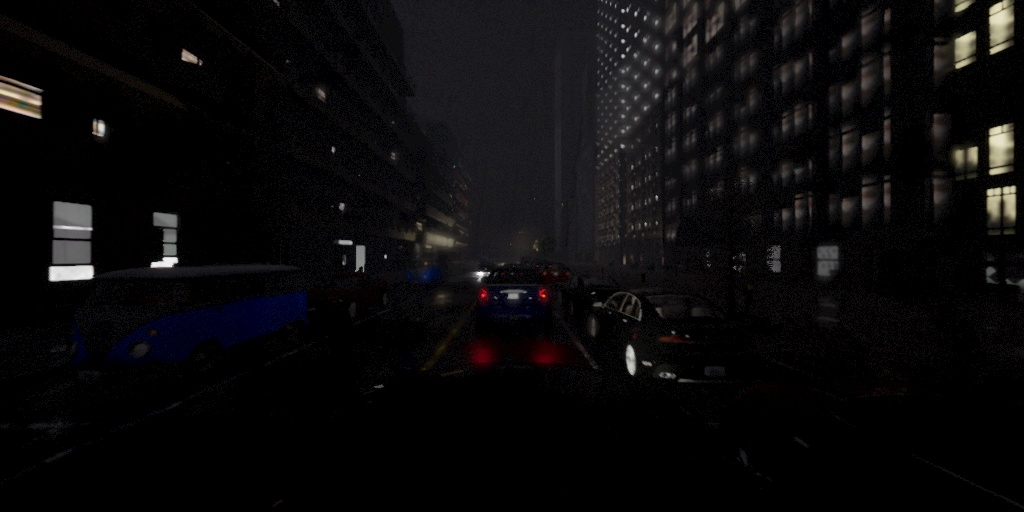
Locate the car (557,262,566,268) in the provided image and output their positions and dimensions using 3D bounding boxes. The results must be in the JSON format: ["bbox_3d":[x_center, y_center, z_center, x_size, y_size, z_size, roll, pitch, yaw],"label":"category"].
[{"bbox_3d":[2.666,1.121,23.503,1.967,1.591,4.097,0,0,0],"label":"car"}]

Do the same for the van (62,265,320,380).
[{"bbox_3d":[-5.695,1.075,6.927,1.690,1.789,3.998,0,0,0],"label":"van"}]

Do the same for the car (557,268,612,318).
[{"bbox_3d":[2.680,1.265,12.460,2.007,1.370,4.403,0,0,0],"label":"car"}]

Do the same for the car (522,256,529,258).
[{"bbox_3d":[2.620,1.139,62.163,2.007,1.370,4.403,0,0,0],"label":"car"}]

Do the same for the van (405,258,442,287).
[{"bbox_3d":[-5.715,1.024,23.495,1.690,1.789,3.998,0,0,0],"label":"van"}]

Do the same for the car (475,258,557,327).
[{"bbox_3d":[0.054,1.070,11.547,2.097,1.767,4.553,0,0,0],"label":"car"}]

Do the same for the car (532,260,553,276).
[{"bbox_3d":[3.104,1.148,37.240,1.837,1.490,4.892,0,0,0],"label":"car"}]

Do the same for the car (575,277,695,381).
[{"bbox_3d":[2.686,1.283,6.936,2.007,1.370,4.403,0,0,0],"label":"car"}]

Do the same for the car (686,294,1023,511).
[{"bbox_3d":[2.693,1.190,1.413,1.967,1.591,4.097,0,0,0],"label":"car"}]

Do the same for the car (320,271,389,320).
[{"bbox_3d":[-5.702,1.262,12.450,1.888,1.381,4.507,0,0,0],"label":"car"}]
